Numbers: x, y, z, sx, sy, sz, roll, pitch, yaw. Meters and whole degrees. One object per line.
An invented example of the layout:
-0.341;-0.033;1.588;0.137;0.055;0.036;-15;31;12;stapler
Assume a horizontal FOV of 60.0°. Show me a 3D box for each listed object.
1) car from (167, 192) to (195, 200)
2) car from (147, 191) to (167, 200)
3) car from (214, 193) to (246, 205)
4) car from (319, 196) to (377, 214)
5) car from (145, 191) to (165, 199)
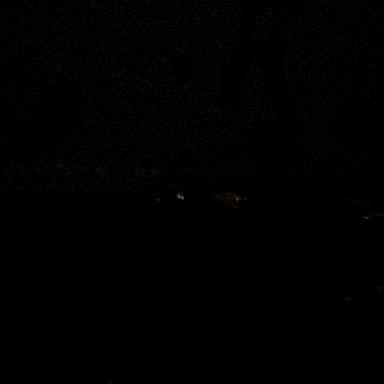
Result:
-1.597;0.692;57.470;2.033;1.411;5.357;1;1;-35;car
-6.086;0.611;58.912;1.812;1.442;4.674;1;1;-36;car
4.923;0.866;43.414;1.882;1.535;5.008;1;1;-36;car
14.200;1.148;30.486;1.882;1.535;5.008;1;1;-36;car
-7.254;0.542;65.254;1.994;1.385;4.181;1;1;-36;car
